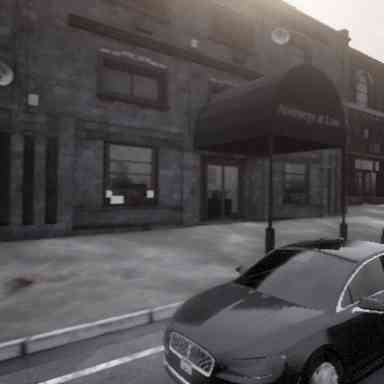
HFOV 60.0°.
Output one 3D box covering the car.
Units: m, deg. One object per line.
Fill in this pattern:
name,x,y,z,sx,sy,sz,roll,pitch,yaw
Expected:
car,1.918,1.504,4.745,4.892,1.490,1.837,0,0,-35
